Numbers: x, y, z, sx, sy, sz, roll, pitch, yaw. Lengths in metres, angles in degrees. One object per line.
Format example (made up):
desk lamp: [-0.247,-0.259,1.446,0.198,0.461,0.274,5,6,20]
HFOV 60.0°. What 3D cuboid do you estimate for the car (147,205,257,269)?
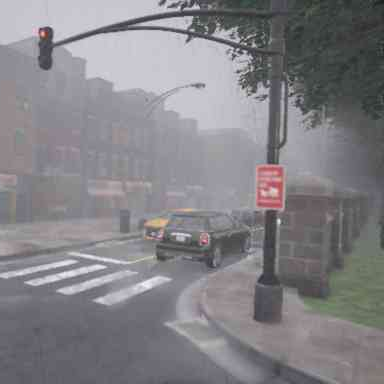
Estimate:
car: [0.612,1.495,12.209,2.097,1.767,4.553,2,0,27]

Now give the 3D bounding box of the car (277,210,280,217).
car: [8.997,1.902,33.264,1.994,1.385,4.181,2,0,29]

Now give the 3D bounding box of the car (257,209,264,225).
car: [4.090,1.734,24.609,1.812,1.442,4.674,2,0,30]

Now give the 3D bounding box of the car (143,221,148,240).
car: [-0.439,1.566,16.596,1.882,1.535,5.008,2,0,29]
